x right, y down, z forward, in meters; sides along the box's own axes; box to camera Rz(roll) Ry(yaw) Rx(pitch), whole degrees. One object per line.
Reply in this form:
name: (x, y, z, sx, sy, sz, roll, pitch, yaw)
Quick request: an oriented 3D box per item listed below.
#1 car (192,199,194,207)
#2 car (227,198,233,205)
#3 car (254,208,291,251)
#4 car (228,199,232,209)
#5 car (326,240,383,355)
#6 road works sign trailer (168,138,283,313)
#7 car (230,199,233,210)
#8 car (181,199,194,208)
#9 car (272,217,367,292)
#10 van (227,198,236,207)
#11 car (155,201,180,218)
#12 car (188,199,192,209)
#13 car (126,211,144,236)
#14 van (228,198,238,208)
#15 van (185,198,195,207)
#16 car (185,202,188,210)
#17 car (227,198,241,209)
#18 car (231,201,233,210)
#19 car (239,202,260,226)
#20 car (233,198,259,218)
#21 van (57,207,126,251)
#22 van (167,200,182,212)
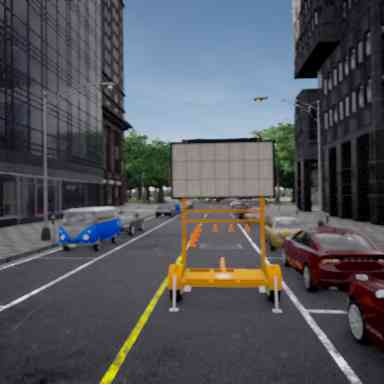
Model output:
car: (-1.236, 2.249, 58.215, 1.752, 1.417, 4.829, -1, -1, 4)
car: (6.866, 1.988, 52.322, 1.967, 1.590, 4.097, -1, -1, 4)
car: (4.012, 1.649, 14.539, 1.752, 1.417, 4.829, -1, -1, 4)
car: (6.458, 2.031, 46.900, 1.887, 1.381, 4.507, -1, -1, 4)
car: (3.180, 1.548, 3.526, 1.887, 1.381, 4.507, -1, -1, 4)
road works sign trailer: (0.725, 0.550, 7.876, 2.380, 3.560, 2.880, -1, -1, 4)
car: (6.061, 1.952, 41.647, 1.752, 1.417, 4.829, -1, -1, 4)
car: (-0.815, 2.229, 63.807, 1.967, 1.590, 4.097, -1, -1, 4)
car: (3.590, 1.607, 8.947, 1.887, 1.381, 4.507, -1, -1, 4)
van: (8.094, 2.077, 68.589, 1.690, 1.788, 3.998, -1, -1, 4)
car: (-2.862, 2.045, 36.697, 1.947, 1.339, 4.313, -1, -1, 4)
car: (-1.632, 2.230, 52.962, 1.947, 1.339, 4.313, -1, -1, 4)
car: (-4.091, 1.848, 20.432, 2.008, 1.369, 4.403, -1, -1, 4)
van: (7.684, 2.014, 63.167, 1.690, 1.788, 3.998, -1, -1, 4)
van: (-0.406, 2.193, 69.231, 1.690, 1.788, 3.998, -1, -1, 4)
car: (-2.056, 2.125, 47.372, 1.752, 1.417, 4.829, -1, -1, 4)
car: (7.274, 1.925, 57.746, 2.192, 1.841, 5.009, -1, -1, 4)
car: (5.639, 1.914, 36.056, 2.008, 1.369, 4.403, -1, -1, 4)
car: (4.831, 1.769, 25.382, 1.752, 1.417, 4.829, -1, -1, 4)
car: (5.225, 1.617, 30.637, 2.192, 1.841, 5.009, -1, -1, 4)
van: (-4.504, 1.579, 15.013, 1.690, 1.788, 3.998, -1, -1, 4)
van: (-2.455, 1.881, 42.122, 1.690, 1.788, 3.998, -1, -1, 4)
